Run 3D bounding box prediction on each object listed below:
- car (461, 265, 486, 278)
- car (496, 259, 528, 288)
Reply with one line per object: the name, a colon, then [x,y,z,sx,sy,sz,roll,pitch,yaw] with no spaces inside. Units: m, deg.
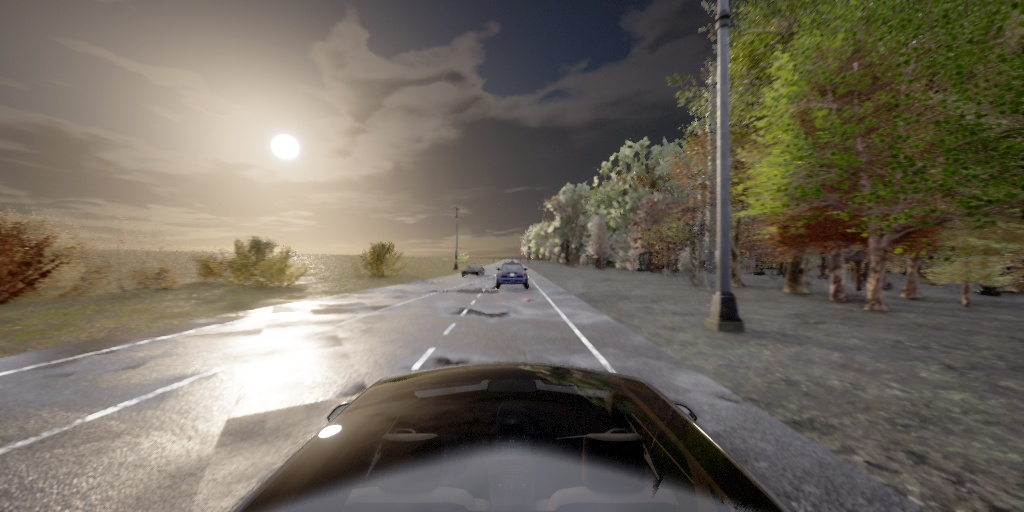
car: [-3.975,1.544,37.251,1.895,1.301,4.718,0,0,5]
car: [0.012,1.232,25.175,2.097,1.767,4.553,0,0,0]
